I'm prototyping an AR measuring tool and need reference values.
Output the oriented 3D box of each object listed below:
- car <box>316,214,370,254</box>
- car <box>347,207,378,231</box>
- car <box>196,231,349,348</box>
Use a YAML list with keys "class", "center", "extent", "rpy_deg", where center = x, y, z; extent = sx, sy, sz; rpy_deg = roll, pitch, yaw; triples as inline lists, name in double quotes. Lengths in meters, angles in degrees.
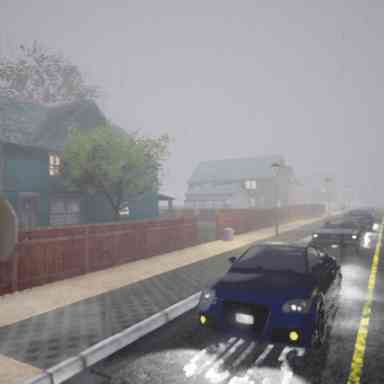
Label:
- class: "car"
  center: [6.822, 1.896, 15.249]
  extent: [1.895, 1.301, 4.718]
  rpy_deg: [-2, -2, 30]
- class: "car"
  center: [12.038, 2.002, 24.103]
  extent: [1.994, 1.385, 4.181]
  rpy_deg: [-2, -2, 31]
- class: "car"
  center: [1.776, 1.725, 6.677]
  extent: [1.994, 1.385, 4.181]
  rpy_deg: [-2, -2, 30]
